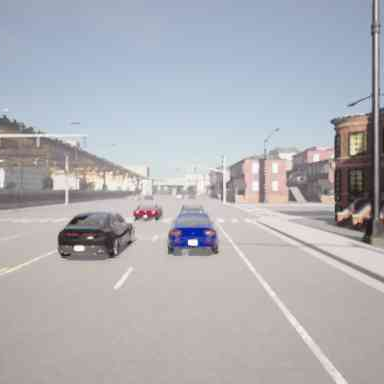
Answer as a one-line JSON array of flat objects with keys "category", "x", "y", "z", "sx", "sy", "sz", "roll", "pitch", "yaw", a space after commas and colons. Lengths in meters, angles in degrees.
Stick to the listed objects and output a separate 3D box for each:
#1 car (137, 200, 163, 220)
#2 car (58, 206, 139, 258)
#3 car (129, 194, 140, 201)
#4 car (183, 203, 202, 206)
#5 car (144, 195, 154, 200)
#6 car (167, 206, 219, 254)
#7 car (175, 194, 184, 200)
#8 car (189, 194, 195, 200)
[{"category": "car", "x": -3.462, "y": 1.544, "z": 27.049, "sx": 1.895, "sy": 1.301, "sz": 4.718, "roll": 0, "pitch": 0, "yaw": 1}, {"category": "car", "x": -3.458, "y": 1.479, "z": 12.695, "sx": 1.837, "sy": 1.490, "sz": 4.892, "roll": 0, "pitch": 0, "yaw": 1}, {"category": "car", "x": -14.008, "y": 1.186, "z": 81.334, "sx": 2.097, "sy": 1.767, "sz": 4.553, "roll": 0, "pitch": 0, "yaw": 0}, {"category": "car", "x": 0.038, "y": 1.544, "z": 27.048, "sx": 1.895, "sy": 1.301, "sz": 4.718, "roll": 0, "pitch": 0, "yaw": 1}, {"category": "car", "x": -10.508, "y": 1.371, "z": 81.302, "sx": 2.033, "sy": 1.411, "sz": 5.357, "roll": 0, "pitch": 0, "yaw": 0}, {"category": "car", "x": 0.046, "y": 1.498, "z": 13.284, "sx": 1.812, "sy": 1.442, "sz": 4.674, "roll": 0, "pitch": 0, "yaw": 0}, {"category": "car", "x": -3.509, "y": 1.333, "z": 91.935, "sx": 1.812, "sy": 1.442, "sz": 4.674, "roll": 0, "pitch": 0, "yaw": 0}, {"category": "car", "x": -0.008, "y": 1.337, "z": 91.639, "sx": 2.033, "sy": 1.411, "sz": 5.357, "roll": 0, "pitch": 0, "yaw": 0}]
